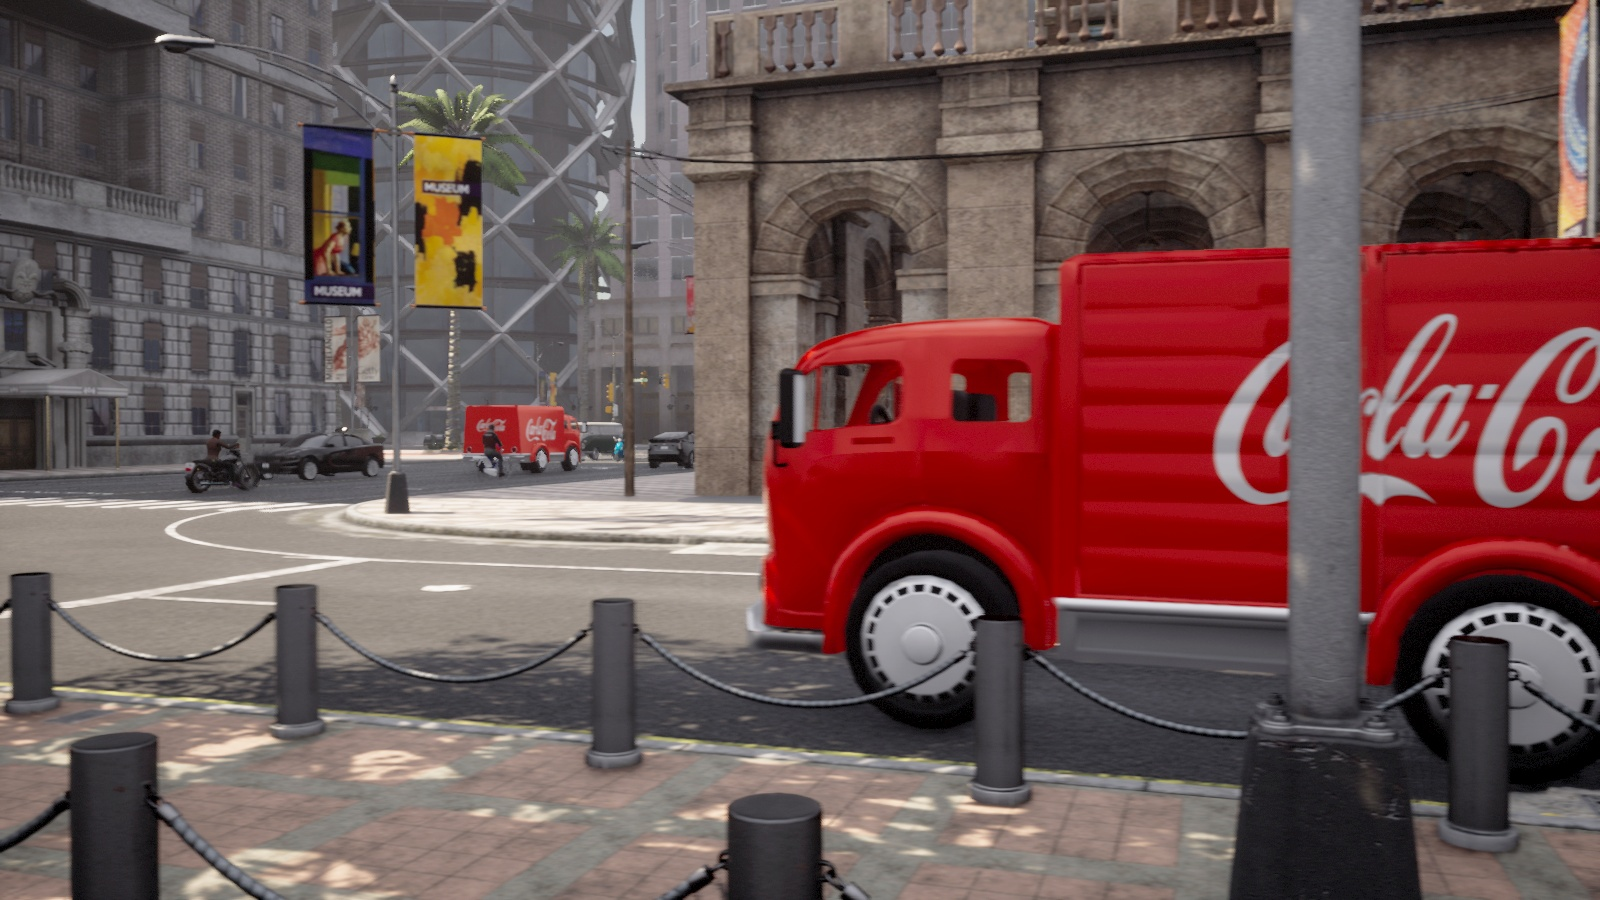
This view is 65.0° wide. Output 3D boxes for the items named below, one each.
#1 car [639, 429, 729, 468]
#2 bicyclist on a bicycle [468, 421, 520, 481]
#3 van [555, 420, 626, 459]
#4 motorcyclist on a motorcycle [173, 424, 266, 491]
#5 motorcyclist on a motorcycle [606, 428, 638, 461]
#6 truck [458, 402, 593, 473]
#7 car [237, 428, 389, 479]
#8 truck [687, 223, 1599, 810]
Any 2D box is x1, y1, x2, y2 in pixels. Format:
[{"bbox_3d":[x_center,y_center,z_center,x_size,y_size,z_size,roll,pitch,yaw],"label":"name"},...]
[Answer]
[{"bbox_3d":[-4.735,-0.100,51.848,2.007,1.525,4.514,1,1,19],"label":"car"},{"bbox_3d":[-9.317,0.025,38.242,0.659,1.776,1.843,1,1,18],"label":"bicyclist on a bicycle"},{"bbox_3d":[-10.970,-0.558,66.035,1.775,1.987,4.442,1,1,19],"label":"van"},{"bbox_3d":[-14.933,0.173,32.393,0.766,1.649,2.350,1,1,18],"label":"motorcyclist on a motorcycle"},{"bbox_3d":[-8.781,-0.278,61.970,0.866,1.590,1.817,1,2,18],"label":"motorcyclist on a motorcycle"},{"bbox_3d":[-10.134,-0.480,46.834,2.627,2.467,5.204,1,1,19],"label":"truck"},{"bbox_3d":[-15.774,0.054,41.019,1.882,1.535,5.008,1,1,18],"label":"car"},{"bbox_3d":[2.300,0.240,7.048,5.204,2.467,2.627,1,1,20],"label":"truck"}]
